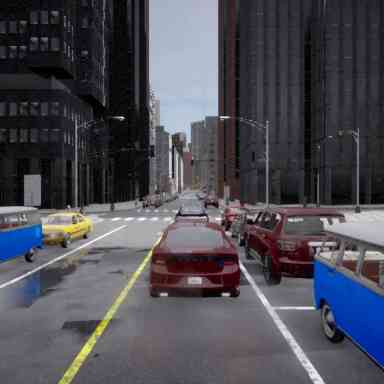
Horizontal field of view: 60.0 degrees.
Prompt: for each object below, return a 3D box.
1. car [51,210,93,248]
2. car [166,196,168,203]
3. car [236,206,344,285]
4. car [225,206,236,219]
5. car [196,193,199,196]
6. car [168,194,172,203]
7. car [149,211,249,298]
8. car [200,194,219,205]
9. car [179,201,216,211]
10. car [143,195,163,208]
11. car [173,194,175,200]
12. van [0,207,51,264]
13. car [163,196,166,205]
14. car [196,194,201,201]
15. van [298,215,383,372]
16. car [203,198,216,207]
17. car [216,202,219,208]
[{"bbox_3d":[-5.775,1.526,14.761,1.752,1.417,4.829,0,0,0],"label":"car"},{"bbox_3d":[-5.800,1.598,58.782,1.947,1.339,4.313,0,0,0],"label":"car"},{"bbox_3d":[2.756,1.315,9.400,2.192,1.841,5.009,0,0,0],"label":"car"},{"bbox_3d":[2.752,1.551,14.925,2.008,1.369,4.403,0,0,0],"label":"car"},{"bbox_3d":[2.705,1.671,92.642,1.947,1.339,4.313,0,0,0],"label":"car"},{"bbox_3d":[-5.807,1.617,70.069,1.947,1.339,4.313,0,0,0],"label":"car"},{"bbox_3d":[0.062,1.477,8.589,1.882,1.535,5.008,0,0,0],"label":"car"},{"bbox_3d":[2.730,1.334,47.491,2.192,1.841,5.009,0,0,0],"label":"car"},{"bbox_3d":[-0.009,1.493,18.998,2.128,1.511,4.902,0,0,0],"label":"car"},{"bbox_3d":[-5.794,1.334,47.496,2.192,1.841,5.009,0,0,0],"label":"car"},{"bbox_3d":[-5.814,1.622,81.355,1.887,1.381,4.507,0,0,0],"label":"car"},{"bbox_3d":[-5.774,1.341,9.407,1.690,1.788,3.998,0,0,0],"label":"van"},{"bbox_3d":[-5.798,1.340,53.139,2.192,1.841,5.009,0,0,0],"label":"car"},{"bbox_3d":[2.708,1.636,86.997,1.887,1.381,4.507,0,0,0],"label":"car"},{"bbox_3d":[2.761,1.341,3.874,1.690,1.788,3.998,0,0,0],"label":"van"},{"bbox_3d":[2.728,1.591,53.135,1.947,1.339,4.313,0,0,0],"label":"car"},{"bbox_3d":[2.748,1.547,20.450,1.887,1.381,4.507,0,0,0],"label":"car"}]
